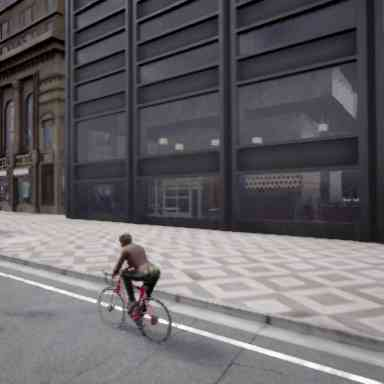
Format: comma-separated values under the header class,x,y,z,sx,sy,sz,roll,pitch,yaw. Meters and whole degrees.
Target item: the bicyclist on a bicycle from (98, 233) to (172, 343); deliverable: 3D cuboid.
class,x,y,z,sx,sy,sz,roll,pitch,yaw
bicyclist on a bicycle,-0.970,1.498,5.351,1.656,1.620,0.582,0,-1,35
